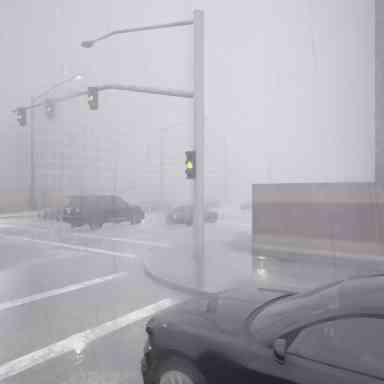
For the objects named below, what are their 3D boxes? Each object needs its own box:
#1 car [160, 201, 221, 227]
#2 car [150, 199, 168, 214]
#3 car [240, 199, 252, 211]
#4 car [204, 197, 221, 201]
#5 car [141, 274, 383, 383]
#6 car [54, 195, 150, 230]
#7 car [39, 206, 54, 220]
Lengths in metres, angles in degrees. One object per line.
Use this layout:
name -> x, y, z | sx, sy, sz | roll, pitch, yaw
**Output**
car -> 0.068, 1.564, 23.189 | 1.994, 1.385, 4.181 | 0, 0, 36
car -> -4.172, 1.505, 35.566 | 1.837, 1.490, 4.892 | 0, 0, 36
car -> 7.638, 1.547, 39.559 | 2.033, 1.411, 5.357 | 0, 0, 36
car -> 1.997, 1.478, 44.022 | 1.882, 1.535, 5.008 | 0, 0, 36
car -> 1.741, 1.478, 2.764 | 5.008, 1.535, 1.882 | 0, 0, 37
car -> -5.553, 1.221, 21.388 | 2.150, 2.045, 5.566 | 0, 0, 36
car -> -10.099, 1.492, 27.428 | 2.128, 1.511, 4.902 | 0, 0, 34
